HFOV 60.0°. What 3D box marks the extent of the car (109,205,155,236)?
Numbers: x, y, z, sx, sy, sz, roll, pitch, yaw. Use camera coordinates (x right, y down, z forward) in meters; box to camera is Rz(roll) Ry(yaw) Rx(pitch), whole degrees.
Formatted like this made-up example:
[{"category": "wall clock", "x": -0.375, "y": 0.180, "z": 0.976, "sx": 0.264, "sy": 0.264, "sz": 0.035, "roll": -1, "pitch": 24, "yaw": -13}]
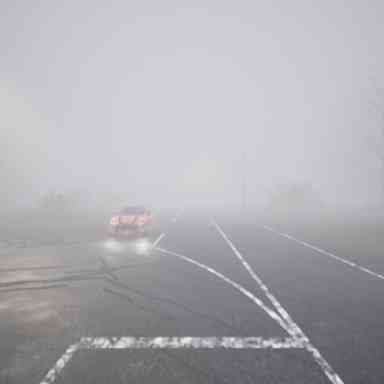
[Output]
[{"category": "car", "x": -3.436, "y": 1.579, "z": 19.763, "sx": 2.097, "sy": 1.767, "sz": 4.553, "roll": 0, "pitch": -1, "yaw": 0}]
